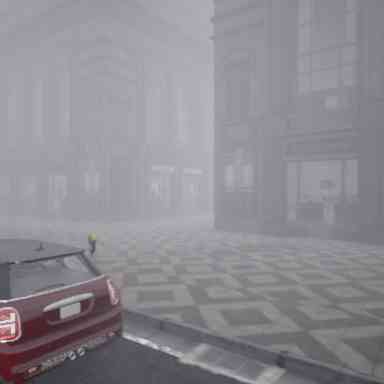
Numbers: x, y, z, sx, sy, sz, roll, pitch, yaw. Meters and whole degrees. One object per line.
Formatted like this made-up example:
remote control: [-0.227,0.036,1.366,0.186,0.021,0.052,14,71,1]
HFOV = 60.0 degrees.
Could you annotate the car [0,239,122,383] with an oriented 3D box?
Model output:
car: [-3.040,1.455,5.137,4.097,1.590,1.967,0,0,36]
